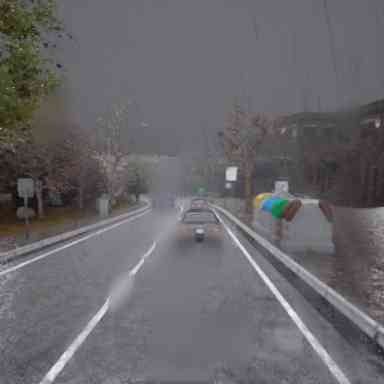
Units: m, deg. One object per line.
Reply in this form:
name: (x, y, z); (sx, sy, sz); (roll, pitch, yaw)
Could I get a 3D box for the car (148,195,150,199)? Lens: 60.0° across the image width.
car: (-9.138, 1.175, 77.859); (1.837, 1.490, 4.892); (-1, 0, -15)

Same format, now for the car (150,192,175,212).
car: (-3.059, 1.054, 37.179); (2.150, 2.045, 5.566); (0, 0, 0)

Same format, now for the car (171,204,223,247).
car: (0.349, 1.487, 14.777); (2.033, 1.411, 5.357); (0, 0, 1)

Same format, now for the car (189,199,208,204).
car: (0.675, 1.406, 33.986); (2.033, 1.411, 5.357); (0, 0, 0)
